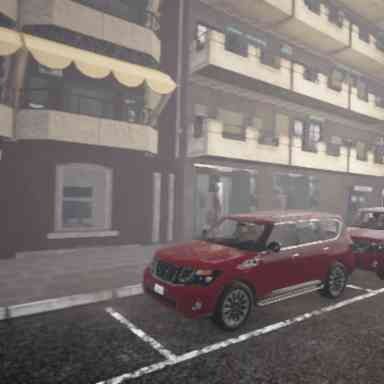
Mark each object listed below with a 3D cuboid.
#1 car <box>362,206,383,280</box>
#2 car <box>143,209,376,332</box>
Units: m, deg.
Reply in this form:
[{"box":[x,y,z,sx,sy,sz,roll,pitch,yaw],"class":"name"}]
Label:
[{"box":[5.996,1.411,10.349,5.009,1.841,2.192,1,1,-35],"class":"car"},{"box":[1.495,1.362,7.137,5.009,1.841,2.192,1,1,-35],"class":"car"}]
